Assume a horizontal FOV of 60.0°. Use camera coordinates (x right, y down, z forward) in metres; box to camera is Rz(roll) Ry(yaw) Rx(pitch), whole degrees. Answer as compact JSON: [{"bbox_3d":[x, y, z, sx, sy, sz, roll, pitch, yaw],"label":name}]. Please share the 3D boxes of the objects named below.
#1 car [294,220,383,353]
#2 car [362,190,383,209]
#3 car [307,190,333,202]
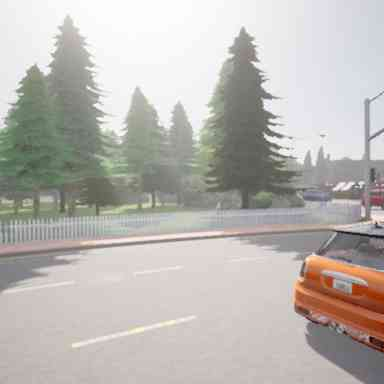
[{"bbox_3d":[3.959,1.264,5.448,4.553,1.767,2.097,-1,1,-26],"label":"car"},{"bbox_3d":[19.409,0.788,33.186,2.150,2.045,5.566,-1,0,-7],"label":"car"},{"bbox_3d":[17.594,0.694,47.017,2.150,2.045,5.566,-1,1,-7],"label":"car"}]
